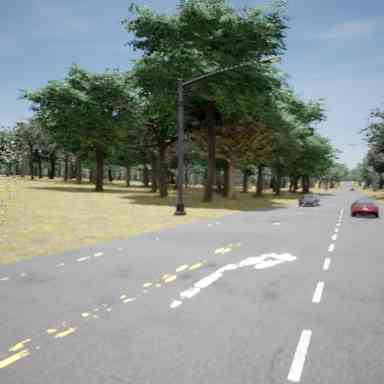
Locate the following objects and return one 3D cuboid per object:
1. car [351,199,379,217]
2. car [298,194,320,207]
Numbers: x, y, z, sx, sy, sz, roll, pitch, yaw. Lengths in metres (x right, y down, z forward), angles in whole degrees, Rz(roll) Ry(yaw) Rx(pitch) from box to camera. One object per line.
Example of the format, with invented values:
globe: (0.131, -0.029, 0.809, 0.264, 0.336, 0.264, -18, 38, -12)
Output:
car: (14.555, 1.282, 28.073, 1.994, 1.385, 4.181, 1, 1, 25)
car: (14.387, 1.049, 40.775, 1.837, 1.490, 4.892, 1, 1, 32)
